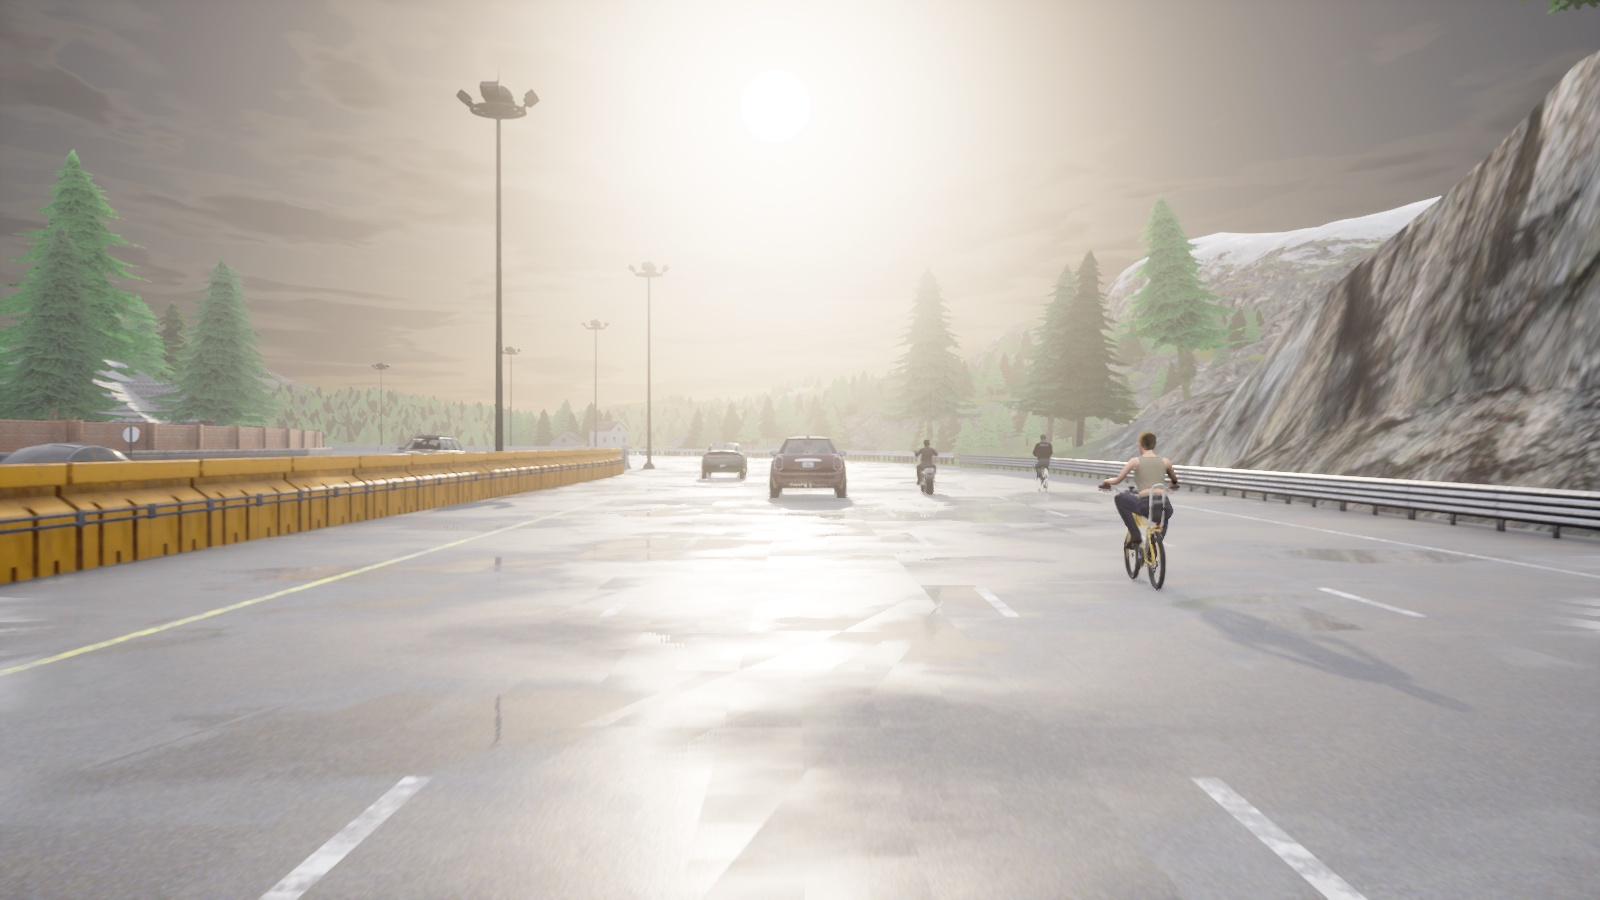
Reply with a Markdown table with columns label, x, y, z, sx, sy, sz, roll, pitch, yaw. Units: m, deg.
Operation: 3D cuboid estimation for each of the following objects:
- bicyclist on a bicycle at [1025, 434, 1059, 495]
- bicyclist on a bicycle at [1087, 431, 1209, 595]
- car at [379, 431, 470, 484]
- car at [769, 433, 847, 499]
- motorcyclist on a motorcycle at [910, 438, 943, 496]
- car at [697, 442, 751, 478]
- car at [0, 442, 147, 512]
| label | x | y | z | sx | sy | sz | roll | pitch | yaw |
| --- | --- | --- | --- | --- | --- | --- | --- | --- | --- |
| bicyclist on a bicycle | 7.244 | 0.414 | 37.617 | 0.659 | 1.776 | 1.843 | 0 | 0 | 0 |
| bicyclist on a bicycle | 3.588 | 0.613 | 13.079 | 0.866 | 1.612 | 1.509 | 0 | 0 | 1 |
| car | -13.701 | 0.300 | 46.105 | 1.932 | 1.855 | 4.605 | 0 | -1 | 0 |
| car | 0.233 | 0.406 | 35.947 | 2.097 | 1.767 | 4.553 | 0 | 0 | 0 |
| motorcyclist on a motorcycle | 3.743 | 0.493 | 37.362 | 0.766 | 1.649 | 2.350 | 0 | 0 | 0 |
| car | -3.223 | 0.400 | 54.067 | 2.128 | 1.511 | 4.902 | 0 | 0 | -1 |
| car | -17.315 | 0.578 | 29.070 | 1.837 | 1.490 | 4.892 | 0 | 0 | 0 |
